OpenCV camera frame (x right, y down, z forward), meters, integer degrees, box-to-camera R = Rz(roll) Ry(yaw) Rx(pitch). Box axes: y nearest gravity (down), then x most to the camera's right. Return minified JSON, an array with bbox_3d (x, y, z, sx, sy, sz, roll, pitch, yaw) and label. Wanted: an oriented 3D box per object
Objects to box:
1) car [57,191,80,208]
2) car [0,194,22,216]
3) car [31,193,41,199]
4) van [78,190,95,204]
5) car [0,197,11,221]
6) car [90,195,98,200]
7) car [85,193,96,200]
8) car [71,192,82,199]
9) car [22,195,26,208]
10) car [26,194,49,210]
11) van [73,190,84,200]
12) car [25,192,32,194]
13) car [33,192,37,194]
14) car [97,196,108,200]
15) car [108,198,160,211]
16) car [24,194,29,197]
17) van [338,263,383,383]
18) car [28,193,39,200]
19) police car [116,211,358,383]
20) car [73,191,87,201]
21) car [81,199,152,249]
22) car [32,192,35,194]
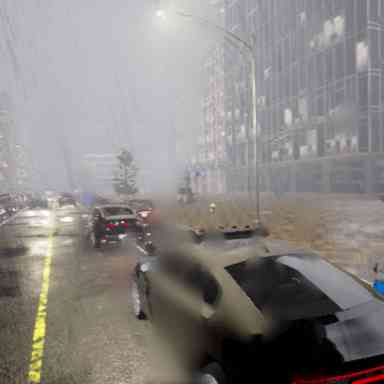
[{"bbox_3d":[-14.716,1.032,39.330,1.837,1.490,4.892,-2,2,-22],"label":"car"},{"bbox_3d":[-17.031,1.133,29.838,2.192,1.841,5.009,-3,2,-22],"label":"car"},{"bbox_3d":[-37.946,0.894,80.994,1.947,1.339,4.313,-3,2,-22],"label":"car"},{"bbox_3d":[-13.463,0.739,43.237,1.690,1.788,3.998,-3,2,-22],"label":"van"},{"bbox_3d":[-14.867,1.398,24.572,1.752,1.417,4.829,-3,2,-22],"label":"car"},{"bbox_3d":[-7.177,1.136,27.898,1.802,1.307,4.206,-3,2,-22],"label":"car"},{"bbox_3d":[-9.270,1.083,33.012,1.802,1.307,4.206,-3,2,-22],"label":"car"},{"bbox_3d":[-23.984,0.676,68.973,1.752,1.417,4.829,-3,2,-22],"label":"car"},{"bbox_3d":[-19.114,1.316,34.960,2.008,1.369,4.403,-3,2,-22],"label":"car"},{"bbox_3d":[-17.267,1.250,37.530,1.895,1.301,4.718,-2,1,-22],"label":"car"},{"bbox_3d":[-21.834,0.541,63.697,1.690,1.788,3.998,-3,2,-22],"label":"van"},{"bbox_3d":[-23.304,1.104,45.185,1.967,1.590,4.097,-3,2,-22],"label":"car"},{"bbox_3d":[-27.485,1.109,55.418,1.887,1.381,4.507,-3,2,-22],"label":"car"},{"bbox_3d":[-5.151,1.132,22.939,1.752,1.417,4.829,-3,2,-22],"label":"car"},{"bbox_3d":[-2.996,1.102,17.664,1.967,1.590,4.097,-3,2,-22],"label":"car"},{"bbox_3d":[-21.207,1.265,40.075,2.008,1.369,4.403,-3,2,-22],"label":"car"},{"bbox_3d":[3.279,1.169,2.317,1.690,1.788,3.998,-3,2,-22],"label":"van"},{"bbox_3d":[-33.761,1.003,70.764,1.802,1.307,4.206,-3,2,-22],"label":"car"},{"bbox_3d":[0.454,1.289,4.521,1.930,1.638,5.238,-2,1,-22],"label":"police car"},{"bbox_3d":[-19.737,0.688,58.584,1.967,1.590,4.097,-3,2,-22],"label":"car"},{"bbox_3d":[-3.289,1.270,13.676,1.837,1.490,4.892,-2,1,-22],"label":"car"},{"bbox_3d":[-25.392,1.179,50.304,1.947,1.339,4.313,-3,2,-22],"label":"car"}]
